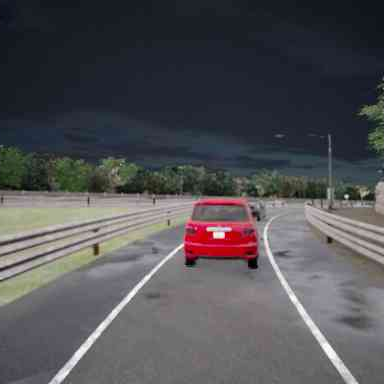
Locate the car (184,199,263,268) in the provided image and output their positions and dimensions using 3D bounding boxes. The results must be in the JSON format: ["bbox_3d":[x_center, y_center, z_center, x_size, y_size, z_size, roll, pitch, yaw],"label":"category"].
[{"bbox_3d":[1.125,1.229,11.555,2.150,2.045,5.566,0,0,9],"label":"car"}]

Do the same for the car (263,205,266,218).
[{"bbox_3d":[4.851,1.464,27.008,1.837,1.490,4.892,-1,0,19],"label":"car"}]
